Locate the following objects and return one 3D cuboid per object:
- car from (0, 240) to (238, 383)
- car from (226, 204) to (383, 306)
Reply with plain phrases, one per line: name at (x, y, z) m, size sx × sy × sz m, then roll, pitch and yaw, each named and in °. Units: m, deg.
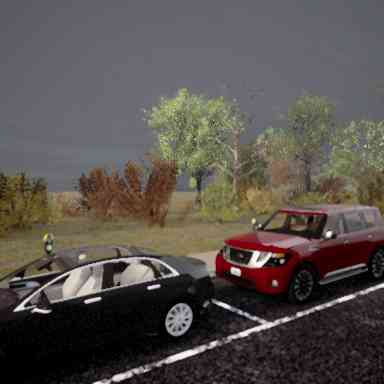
car at (-1.672, 1.542, 4.893) m, size 4.403 × 1.369 × 2.008 m, roll 0°, pitch 1°, yaw -35°
car at (2.938, 1.271, 8.162) m, size 5.009 × 1.841 × 2.192 m, roll 0°, pitch 1°, yaw -35°
